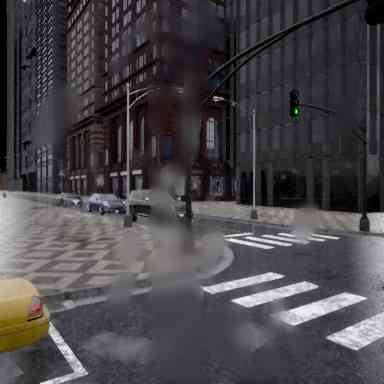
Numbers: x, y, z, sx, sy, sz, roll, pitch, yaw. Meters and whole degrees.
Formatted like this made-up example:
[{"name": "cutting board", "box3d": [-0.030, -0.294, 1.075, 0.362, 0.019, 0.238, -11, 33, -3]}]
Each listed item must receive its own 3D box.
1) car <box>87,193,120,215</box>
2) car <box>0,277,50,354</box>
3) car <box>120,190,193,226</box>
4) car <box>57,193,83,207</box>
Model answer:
[{"name": "car", "box3d": [-7.110, 0.873, 27.700, 2.097, 1.767, 4.553, 0, 1, -35]}, {"name": "car", "box3d": [-4.223, 1.525, 3.643, 4.829, 1.417, 1.752, 0, 0, -35]}, {"name": "car", "box3d": [-2.192, 0.899, 20.836, 2.150, 2.045, 5.566, 0, 1, -36]}, {"name": "car", "box3d": [-13.496, 0.817, 36.616, 2.128, 1.511, 4.902, 0, 1, -36]}]
